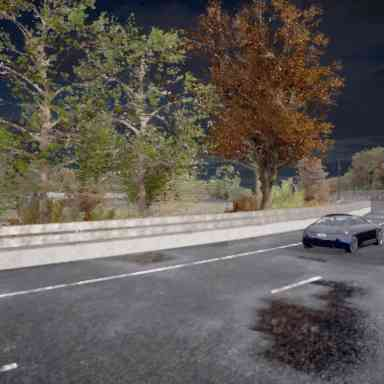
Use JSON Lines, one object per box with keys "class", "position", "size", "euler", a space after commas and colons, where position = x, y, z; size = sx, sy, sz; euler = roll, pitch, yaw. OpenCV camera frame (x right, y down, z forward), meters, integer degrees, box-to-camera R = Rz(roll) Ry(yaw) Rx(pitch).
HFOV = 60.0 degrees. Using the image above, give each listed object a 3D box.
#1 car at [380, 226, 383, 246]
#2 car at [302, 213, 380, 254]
{"class": "car", "position": [7.938, 1.519, 10.580], "size": [4.892, 1.490, 1.837], "euler": [0, 0, -42]}
{"class": "car", "position": [6.366, 1.592, 13.897], "size": [4.181, 1.385, 1.994], "euler": [0, 0, -43]}
